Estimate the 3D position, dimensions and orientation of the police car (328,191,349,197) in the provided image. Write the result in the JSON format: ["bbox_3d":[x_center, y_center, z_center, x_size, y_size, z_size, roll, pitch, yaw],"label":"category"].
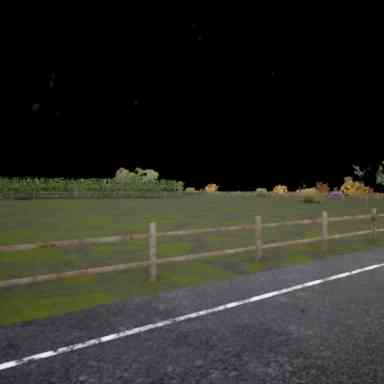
[{"bbox_3d":[37.372,0.529,84.688,1.930,1.638,5.238,1,0,-32],"label":"police car"}]
